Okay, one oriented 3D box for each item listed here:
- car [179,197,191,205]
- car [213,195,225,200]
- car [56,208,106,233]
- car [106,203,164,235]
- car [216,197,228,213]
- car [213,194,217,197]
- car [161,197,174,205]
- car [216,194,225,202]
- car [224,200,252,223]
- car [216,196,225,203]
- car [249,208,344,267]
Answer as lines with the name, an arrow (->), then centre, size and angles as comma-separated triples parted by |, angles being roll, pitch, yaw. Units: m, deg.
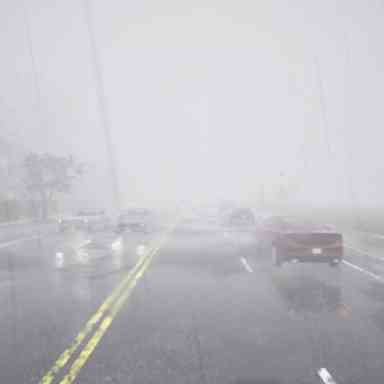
car -> -1.189, 1.680, 60.744 | 1.994, 1.385, 4.181 | 0, 0, 4
car -> 4.658, 1.583, 49.595 | 2.128, 1.511, 4.902 | 0, 0, 3
car -> -6.347, 1.637, 20.011 | 1.895, 1.301, 4.718 | 0, 0, 1
car -> -3.118, 1.583, 19.305 | 2.033, 1.411, 5.357 | 0, 0, 1
car -> 4.115, 1.635, 38.664 | 1.994, 1.385, 4.181 | 0, 0, 3
car -> 5.333, 1.463, 60.488 | 2.097, 1.767, 4.553 | 0, 0, 4
car -> -4.427, 1.646, 61.002 | 1.812, 1.442, 4.674 | 0, 0, 4
car -> 7.079, 1.509, 82.307 | 2.097, 1.767, 4.553 | 0, 0, 5
car -> 3.768, 1.574, 25.952 | 1.812, 1.442, 4.674 | 0, 0, 2
car -> 6.142, 1.659, 71.432 | 1.812, 1.442, 4.674 | 0, 0, 5
car -> 3.452, 1.501, 11.587 | 1.882, 1.535, 5.008 | 0, -1, 1
